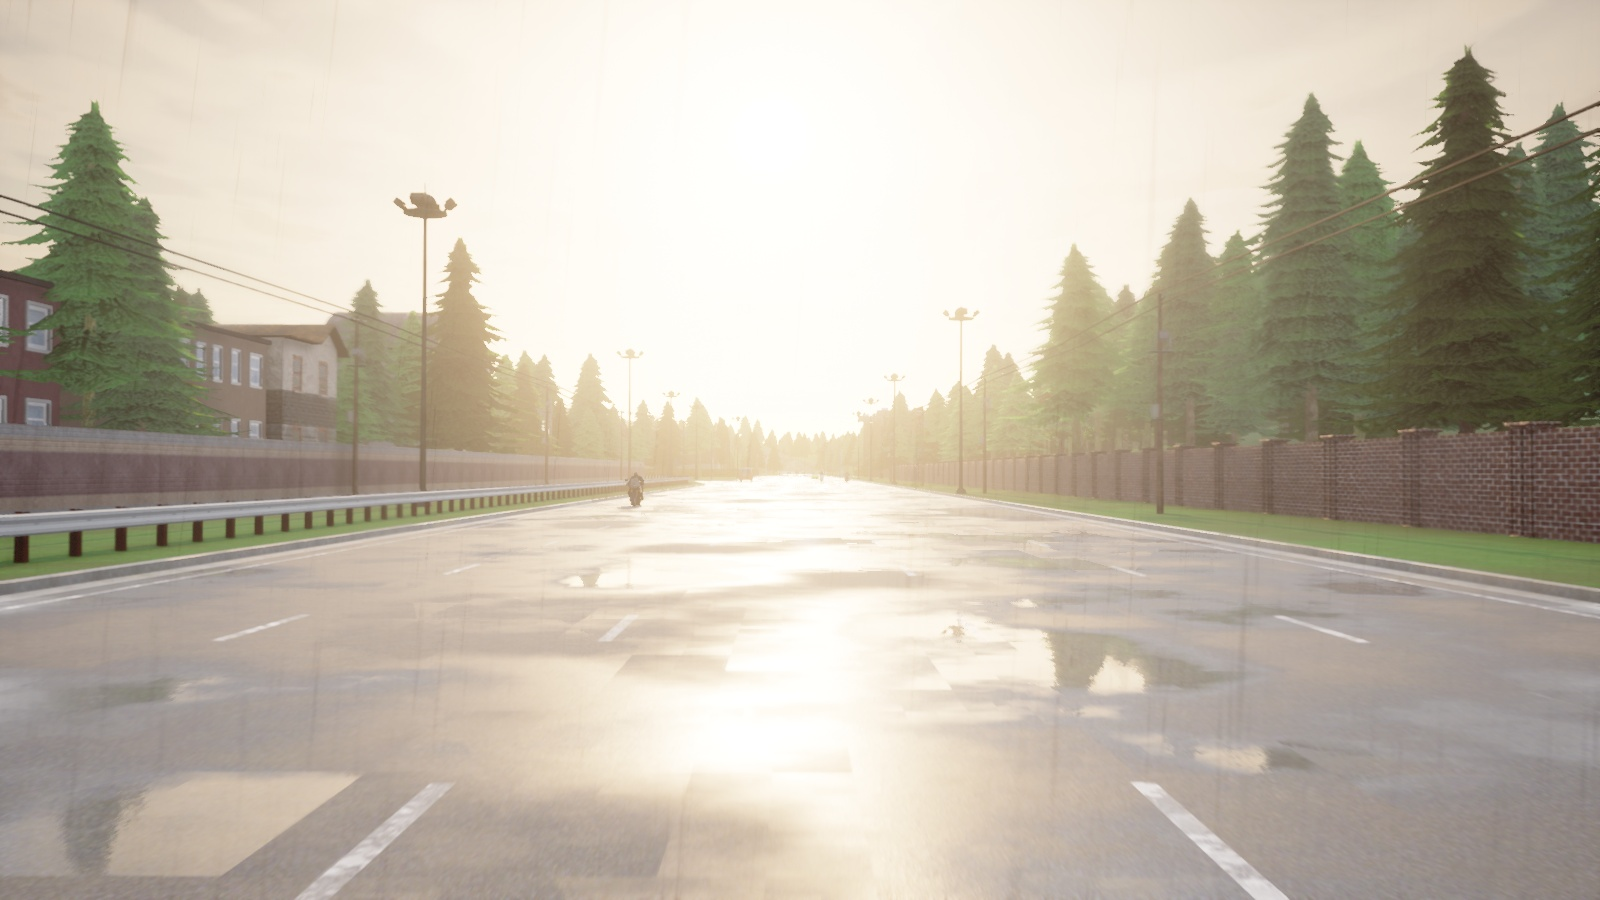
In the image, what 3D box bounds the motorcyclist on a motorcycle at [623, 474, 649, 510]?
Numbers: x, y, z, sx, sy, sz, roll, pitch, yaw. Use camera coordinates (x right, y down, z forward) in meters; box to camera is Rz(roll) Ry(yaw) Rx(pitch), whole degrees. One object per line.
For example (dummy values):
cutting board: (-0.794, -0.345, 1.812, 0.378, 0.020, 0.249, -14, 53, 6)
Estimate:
motorcyclist on a motorcycle: (-7.132, 1.795, 54.765, 0.866, 1.530, 2.191, 0, -1, 0)
